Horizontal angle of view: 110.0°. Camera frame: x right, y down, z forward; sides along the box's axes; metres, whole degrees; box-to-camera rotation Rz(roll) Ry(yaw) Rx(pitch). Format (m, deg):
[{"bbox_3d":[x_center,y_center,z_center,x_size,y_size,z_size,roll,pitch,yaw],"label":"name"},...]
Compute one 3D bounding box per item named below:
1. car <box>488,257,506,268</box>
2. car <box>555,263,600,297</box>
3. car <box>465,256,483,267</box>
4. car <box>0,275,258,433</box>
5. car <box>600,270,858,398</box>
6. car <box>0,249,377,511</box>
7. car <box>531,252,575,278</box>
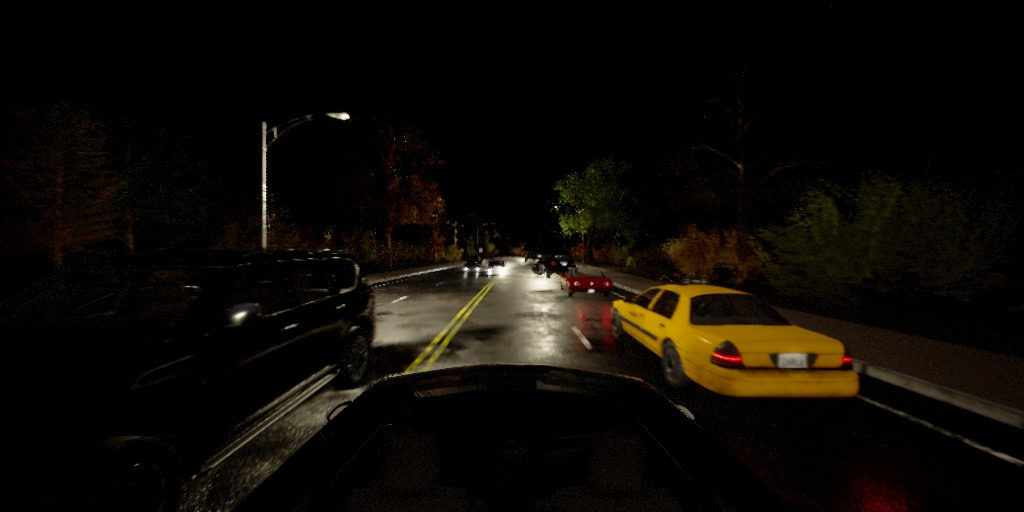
[{"bbox_3d":[-1.933,0.836,45.705,1.895,1.301,4.718,0,1,4],"label":"car"},{"bbox_3d":[3.422,1.181,17.471,1.895,1.301,4.718,0,1,1],"label":"car"},{"bbox_3d":[-5.041,0.707,47.877,1.837,1.490,4.892,0,1,4],"label":"car"},{"bbox_3d":[-6.570,1.201,5.494,1.837,1.490,4.892,0,1,0],"label":"car"},{"bbox_3d":[3.261,1.157,6.707,1.801,1.575,5.366,0,1,0],"label":"car"},{"bbox_3d":[-3.333,0.940,3.807,2.150,2.045,5.566,0,1,0],"label":"car"},{"bbox_3d":[3.426,0.669,29.074,2.150,2.045,5.566,0,1,-9],"label":"car"}]
